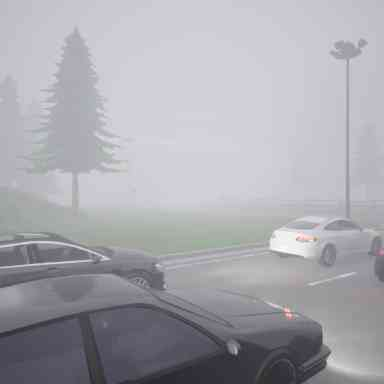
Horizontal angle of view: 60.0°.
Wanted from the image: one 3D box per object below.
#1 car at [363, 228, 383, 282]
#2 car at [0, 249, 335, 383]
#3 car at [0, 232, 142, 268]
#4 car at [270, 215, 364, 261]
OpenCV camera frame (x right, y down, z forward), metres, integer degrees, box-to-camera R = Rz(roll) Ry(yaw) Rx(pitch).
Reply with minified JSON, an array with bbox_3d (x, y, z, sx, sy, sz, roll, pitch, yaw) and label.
[{"bbox_3d":[6.491,1.564,8.416,4.181,1.385,1.994,0,0,-35],"label":"car"},{"bbox_3d":[-1.013,1.547,3.022,5.357,1.411,2.033,0,0,-36],"label":"car"},{"bbox_3d":[-2.776,1.491,6.065,4.902,1.511,2.128,0,0,-35],"label":"car"},{"bbox_3d":[4.653,1.526,11.399,4.674,1.442,1.812,0,0,-35],"label":"car"}]
